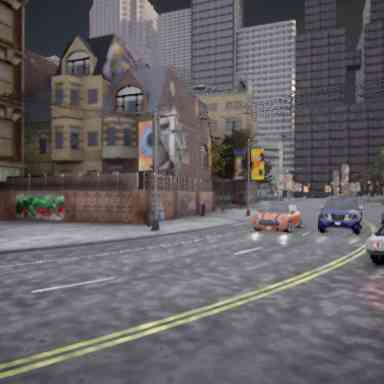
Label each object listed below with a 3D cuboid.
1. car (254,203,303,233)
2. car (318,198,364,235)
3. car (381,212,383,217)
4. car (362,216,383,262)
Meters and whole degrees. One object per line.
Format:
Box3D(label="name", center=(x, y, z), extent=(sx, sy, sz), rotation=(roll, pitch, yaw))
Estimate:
Box3D(label="car", center=(5.573, 1.539, 21.248), extent=(2.097, 1.767, 4.553), rotation=(0, -1, 31))
Box3D(label="car", center=(9.375, 1.410, 20.745), extent=(2.150, 2.045, 5.566), rotation=(0, -1, 29))
Box3D(label="car", center=(14.771, 1.765, 23.702), extent=(2.033, 1.411, 5.357), rotation=(0, -1, 23))
Box3D(label="car", center=(7.652, 1.710, 11.739), extent=(1.895, 1.301, 4.718), rotation=(0, -1, 39))
